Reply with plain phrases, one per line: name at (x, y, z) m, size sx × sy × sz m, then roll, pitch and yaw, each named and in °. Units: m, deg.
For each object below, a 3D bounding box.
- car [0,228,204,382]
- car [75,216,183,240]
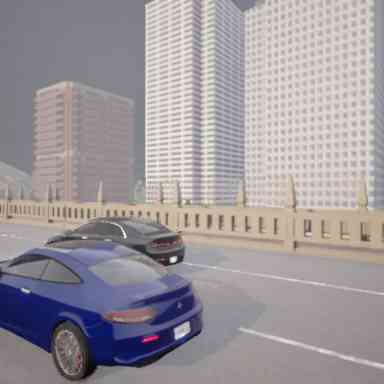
car at (-1.990, 1.523, 5.407) m, size 4.674 × 1.442 × 1.812 m, roll 0°, pitch 0°, yaw 36°
car at (-2.450, 1.500, 10.036) m, size 4.892 × 1.490 × 1.837 m, roll 0°, pitch 0°, yaw 36°
